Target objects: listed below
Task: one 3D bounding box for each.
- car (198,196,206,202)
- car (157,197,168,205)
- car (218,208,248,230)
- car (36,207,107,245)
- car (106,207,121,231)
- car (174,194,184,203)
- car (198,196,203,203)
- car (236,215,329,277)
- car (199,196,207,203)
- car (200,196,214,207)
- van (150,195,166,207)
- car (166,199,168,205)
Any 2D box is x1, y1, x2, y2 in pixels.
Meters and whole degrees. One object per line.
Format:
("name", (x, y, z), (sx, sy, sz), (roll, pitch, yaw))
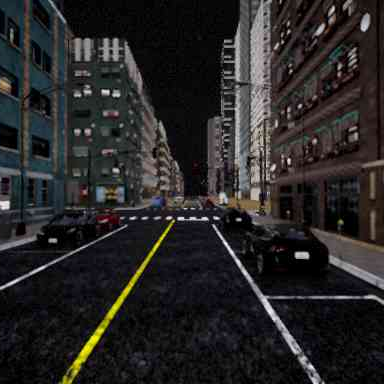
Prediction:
("car", (2.693, 1.923, 92.380), (2.008, 1.369, 4.403), (0, 0, 0))
("car", (-5.687, 1.794, 64.744), (1.887, 1.381, 4.507), (0, 0, 0))
("car", (2.696, 1.642, 21.282), (1.947, 1.339, 4.313), (0, 0, 0))
("car", (-5.685, 1.621, 15.770), (1.947, 1.339, 4.313), (0, 0, 0))
("car", (-5.685, 1.658, 21.293), (1.802, 1.307, 4.206), (0, 0, 0))
("car", (-3.003, 1.533, 78.428), (2.150, 2.045, 5.566), (0, 0, 0))
("car", (2.695, 1.689, 64.743), (1.967, 1.590, 4.097), (0, 0, 0))
("car", (2.697, 1.602, 10.235), (1.947, 1.339, 4.313), (0, 0, 0))
("car", (2.694, 1.761, 81.326), (1.967, 1.590, 4.097), (0, 0, 0))
("car", (2.695, 1.785, 53.687), (1.802, 1.307, 4.206), (0, 0, 0))
("van", (-5.684, 1.544, 53.689), (1.690, 1.788, 3.998), (0, 0, 0))
("car", (-5.685, 1.541, 59.217), (2.192, 1.841, 5.009), (0, 0, 0))
